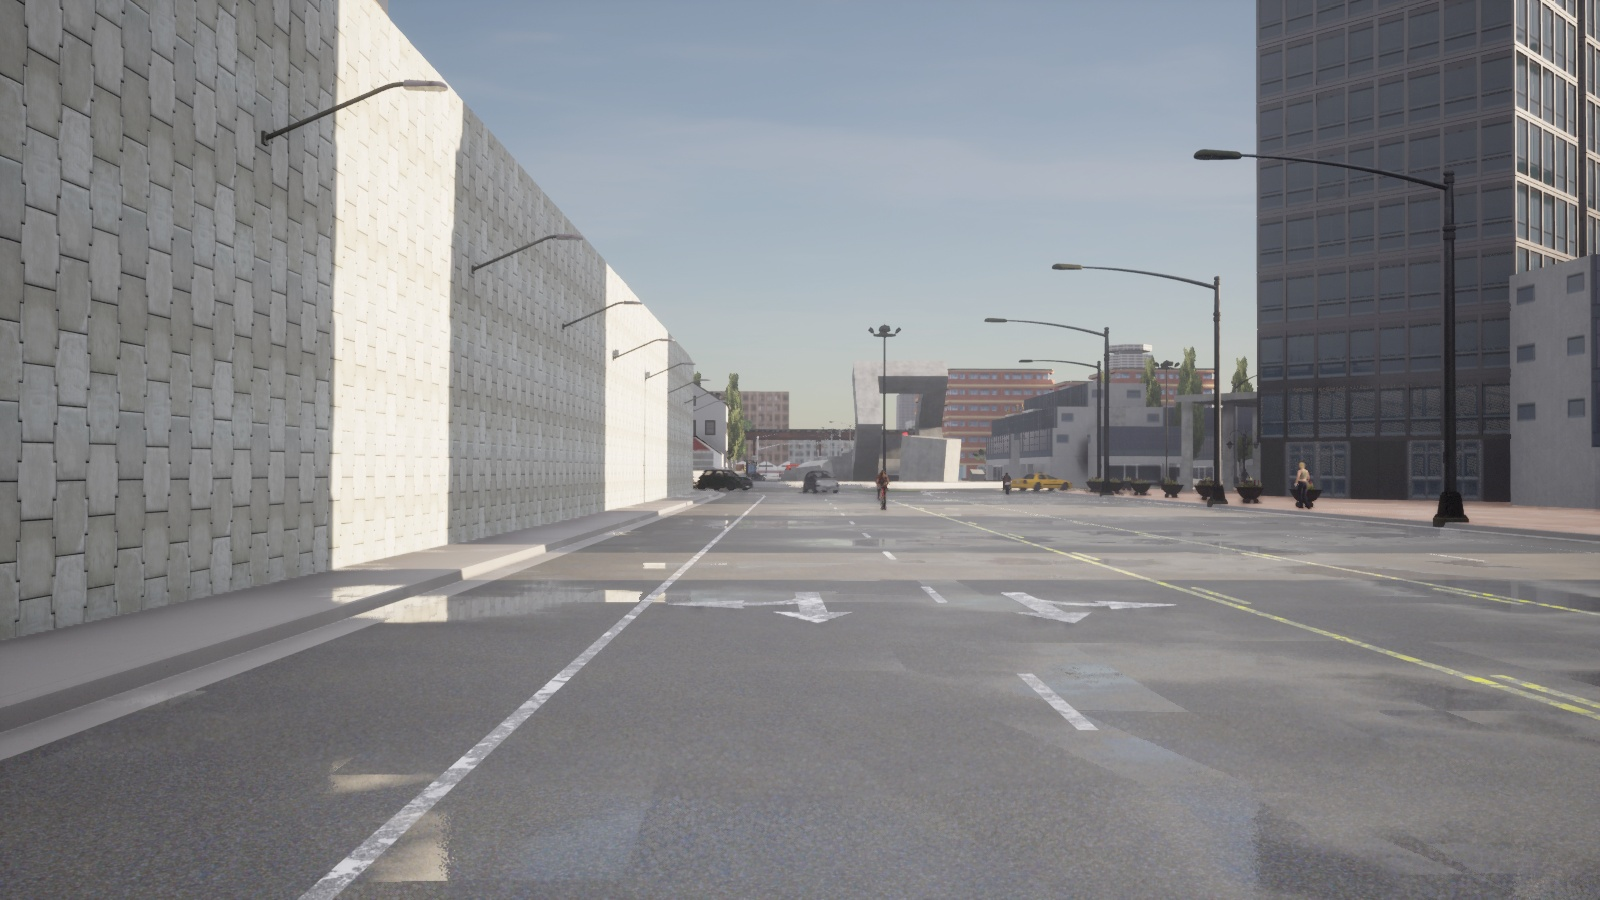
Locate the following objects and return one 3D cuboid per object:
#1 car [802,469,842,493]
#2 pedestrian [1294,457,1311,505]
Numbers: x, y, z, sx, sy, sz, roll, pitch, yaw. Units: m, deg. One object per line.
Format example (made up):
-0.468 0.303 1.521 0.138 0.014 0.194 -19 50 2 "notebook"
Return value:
1.519 2.191 88.625 1.851 1.617 3.988 0 -1 -15 "car"
19.699 1.215 49.225 0.345 1.836 0.594 0 -1 -5 "pedestrian"
